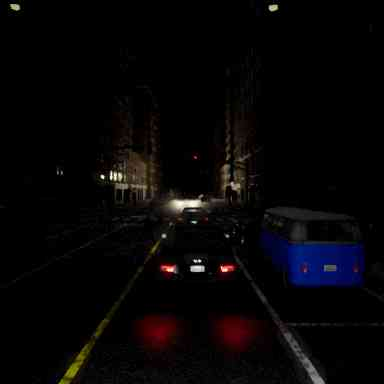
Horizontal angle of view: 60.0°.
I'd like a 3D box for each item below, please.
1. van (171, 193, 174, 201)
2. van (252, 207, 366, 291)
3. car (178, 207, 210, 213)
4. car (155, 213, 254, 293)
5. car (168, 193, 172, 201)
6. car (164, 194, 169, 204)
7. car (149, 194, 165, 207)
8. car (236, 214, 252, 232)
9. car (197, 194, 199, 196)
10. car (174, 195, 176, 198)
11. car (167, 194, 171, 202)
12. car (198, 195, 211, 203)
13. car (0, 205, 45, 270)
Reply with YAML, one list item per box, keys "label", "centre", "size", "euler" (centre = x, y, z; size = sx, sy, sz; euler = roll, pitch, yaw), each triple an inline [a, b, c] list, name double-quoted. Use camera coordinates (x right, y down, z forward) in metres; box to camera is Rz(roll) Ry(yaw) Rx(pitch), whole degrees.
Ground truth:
- label: "van"
  centre: [-5.646, 1.305, 74.180]
  size: [1.690, 1.788, 3.998]
  euler: [0, 0, 0]
- label: "van"
  centre: [2.858, 1.339, 8.726]
  size: [1.690, 1.788, 3.998]
  euler: [0, 0, 0]
- label: "car"
  centre: [0.107, 1.557, 19.317]
  size: [1.994, 1.385, 4.181]
  euler: [0, 0, 0]
- label: "car"
  centre: [0.104, 1.546, 8.997]
  size: [2.033, 1.411, 5.357]
  euler: [0, 0, 0]
- label: "car"
  centre: [-5.647, 1.509, 68.730]
  size: [1.887, 1.381, 4.507]
  euler: [0, 0, 0]
- label: "car"
  centre: [-5.651, 1.517, 57.828]
  size: [2.008, 1.369, 4.403]
  euler: [0, 0, 0]
- label: "car"
  centre: [-5.653, 1.493, 52.207]
  size: [1.752, 1.417, 4.829]
  euler: [0, 0, 0]
- label: "car"
  centre: [2.860, 1.562, 14.386]
  size: [1.947, 1.339, 4.313]
  euler: [0, 0, 0]
- label: "car"
  centre: [2.881, 1.516, 79.660]
  size: [2.008, 1.369, 4.403]
  euler: [0, 0, 0]
- label: "car"
  centre: [-5.644, 1.516, 79.631]
  size: [2.008, 1.369, 4.403]
  euler: [0, 0, 0]
- label: "car"
  centre: [-5.649, 1.509, 63.279]
  size: [1.887, 1.381, 4.507]
  euler: [0, 0, 0]
- label: "car"
  centre: [2.877, 1.404, 68.763]
  size: [1.967, 1.590, 4.097]
  euler: [0, 0, 0]
- label: "car"
  centre: [-5.667, 1.313, 8.688]
  size: [2.192, 1.841, 5.009]
  euler: [0, 0, 0]
